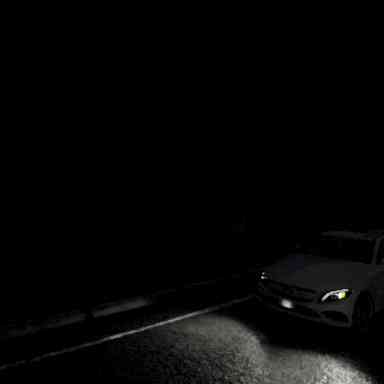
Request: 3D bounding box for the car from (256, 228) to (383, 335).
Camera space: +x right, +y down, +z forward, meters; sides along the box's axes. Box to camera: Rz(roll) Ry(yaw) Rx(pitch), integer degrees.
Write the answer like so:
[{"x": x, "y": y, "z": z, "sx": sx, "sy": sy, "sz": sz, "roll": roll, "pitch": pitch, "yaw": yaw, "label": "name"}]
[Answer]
[{"x": 3.305, "y": 1.523, "z": 6.890, "sx": 4.674, "sy": 1.442, "sz": 1.812, "roll": 0, "pitch": 0, "yaw": -40, "label": "car"}]
